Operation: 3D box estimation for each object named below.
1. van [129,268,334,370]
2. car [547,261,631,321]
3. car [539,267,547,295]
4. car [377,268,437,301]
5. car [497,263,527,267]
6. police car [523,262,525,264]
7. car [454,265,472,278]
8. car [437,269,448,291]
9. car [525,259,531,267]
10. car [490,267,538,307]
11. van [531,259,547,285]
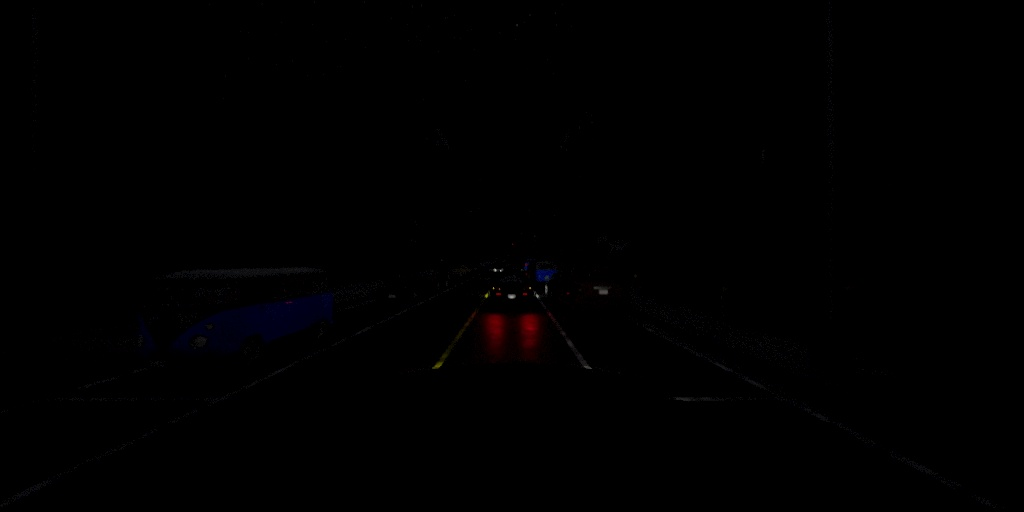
[{"bbox_3d":[-5.411,1.147,7.547,1.690,1.789,3.998,0,0,0],"label":"van"},{"bbox_3d":[2.700,1.173,12.957,2.192,1.841,5.009,0,0,0],"label":"car"},{"bbox_3d":[2.693,1.460,18.364,2.007,1.370,4.403,0,0,0],"label":"car"},{"bbox_3d":[-5.412,1.476,18.359,1.948,1.339,4.313,0,0,0],"label":"car"},{"bbox_3d":[-0.008,1.597,31.171,1.994,1.385,4.181,0,-1,0],"label":"car"},{"bbox_3d":[2.990,1.630,49.318,1.930,1.638,5.238,0,-1,0],"label":"police car"},{"bbox_3d":[-5.415,1.642,39.814,1.751,1.417,4.829,0,0,0],"label":"car"},{"bbox_3d":[-5.413,1.507,23.765,1.888,1.381,4.507,0,0,0],"label":"car"},{"bbox_3d":[2.672,1.380,34.582,2.192,1.841,5.009,0,0,0],"label":"car"},{"bbox_3d":[0.000,1.415,16.239,1.812,1.442,4.674,0,0,0],"label":"car"},{"bbox_3d":[2.679,1.354,29.176,1.690,1.789,3.998,0,0,0],"label":"van"}]
